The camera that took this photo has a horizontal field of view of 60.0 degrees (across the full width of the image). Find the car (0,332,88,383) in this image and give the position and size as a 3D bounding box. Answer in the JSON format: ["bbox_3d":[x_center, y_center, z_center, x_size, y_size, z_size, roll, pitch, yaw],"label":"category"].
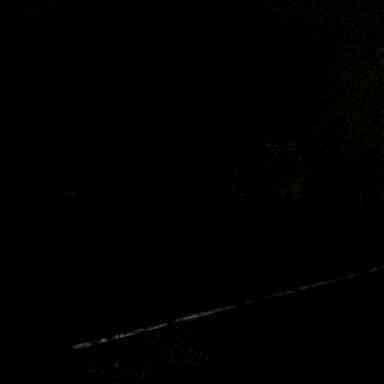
[{"bbox_3d":[-2.904,1.517,1.696,4.674,1.442,1.812,0,0,-36],"label":"car"}]
